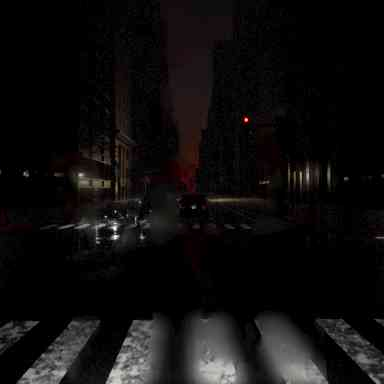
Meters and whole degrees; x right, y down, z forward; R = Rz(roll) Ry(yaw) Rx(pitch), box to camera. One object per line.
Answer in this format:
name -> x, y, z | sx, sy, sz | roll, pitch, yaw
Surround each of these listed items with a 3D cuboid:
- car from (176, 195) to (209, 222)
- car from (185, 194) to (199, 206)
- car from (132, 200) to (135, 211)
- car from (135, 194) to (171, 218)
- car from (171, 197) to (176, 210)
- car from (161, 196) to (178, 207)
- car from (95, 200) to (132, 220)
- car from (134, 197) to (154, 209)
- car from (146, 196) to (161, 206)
car -> 0.129, 1.210, 26.398 | 2.150, 2.045, 5.566 | 0, 0, 0
car -> 0.065, 1.310, 55.418 | 2.097, 1.767, 4.553 | 0, 0, 2
car -> -6.598, 1.580, 36.975 | 1.895, 1.301, 4.718 | 0, 0, 0
car -> -3.349, 1.207, 29.905 | 2.150, 2.045, 5.566 | 0, 0, 0
car -> -3.346, 1.469, 39.999 | 2.128, 1.511, 4.902 | 0, 0, 0
car -> -3.331, 1.457, 50.421 | 2.128, 1.511, 4.902 | 0, 0, 0
car -> -6.617, 1.588, 27.860 | 1.895, 1.301, 4.718 | 0, 0, 1
car -> -6.591, 1.462, 46.384 | 2.128, 1.511, 4.902 | 0, 0, 0
car -> -6.558, 1.503, 57.039 | 2.033, 1.411, 5.357 | 0, 0, 0
